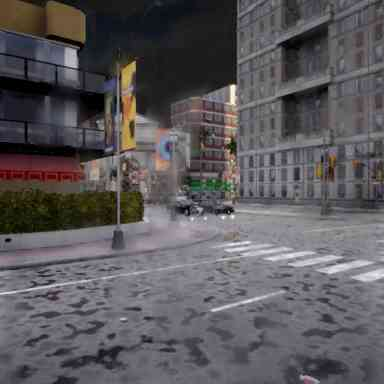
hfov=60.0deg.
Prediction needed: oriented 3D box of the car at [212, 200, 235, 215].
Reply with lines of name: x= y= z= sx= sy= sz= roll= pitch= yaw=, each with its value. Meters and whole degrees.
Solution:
car: x=2.028 y=1.543 z=34.440 sx=2.033 sy=1.411 sz=5.357 roll=0 pitch=0 yaw=-35

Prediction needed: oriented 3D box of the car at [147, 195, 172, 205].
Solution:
car: x=-6.270 y=1.498 z=59.585 sx=1.837 sy=1.490 sz=4.892 roll=0 pitch=0 yaw=-44

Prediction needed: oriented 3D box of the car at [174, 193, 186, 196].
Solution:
car: x=-2.557 y=1.214 z=62.268 sx=2.150 sy=2.045 sz=5.566 roll=0 pitch=0 yaw=-15

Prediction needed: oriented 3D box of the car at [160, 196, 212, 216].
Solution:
car: x=-0.657 y=1.488 z=32.176 sx=2.128 sy=1.511 sz=4.902 roll=0 pitch=0 yaw=-35
